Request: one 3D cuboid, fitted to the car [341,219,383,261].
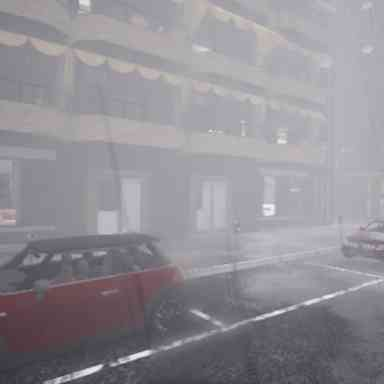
[{"bbox_3d":[6.949,1.613,11.589,4.206,1.307,1.802,0,1,-35],"label":"car"}]

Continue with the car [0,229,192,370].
[{"bbox_3d":[-2.080,1.443,5.066,4.097,1.590,1.967,0,1,-35],"label":"car"}]
